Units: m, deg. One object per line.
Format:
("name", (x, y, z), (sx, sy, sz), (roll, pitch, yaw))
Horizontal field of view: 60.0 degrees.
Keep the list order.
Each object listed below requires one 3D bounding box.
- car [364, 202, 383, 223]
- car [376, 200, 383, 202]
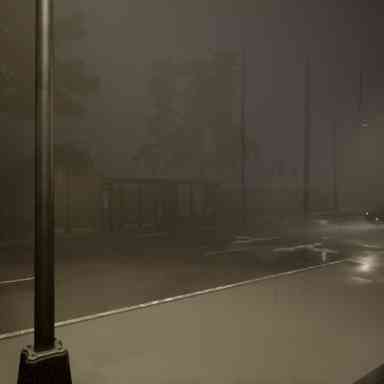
("car", (14.770, 1.601, 24.500), (4.718, 1.301, 1.895), (0, 0, -34))
("car", (24.623, 1.477, 39.688), (1.882, 1.535, 5.008), (0, 0, -36))
